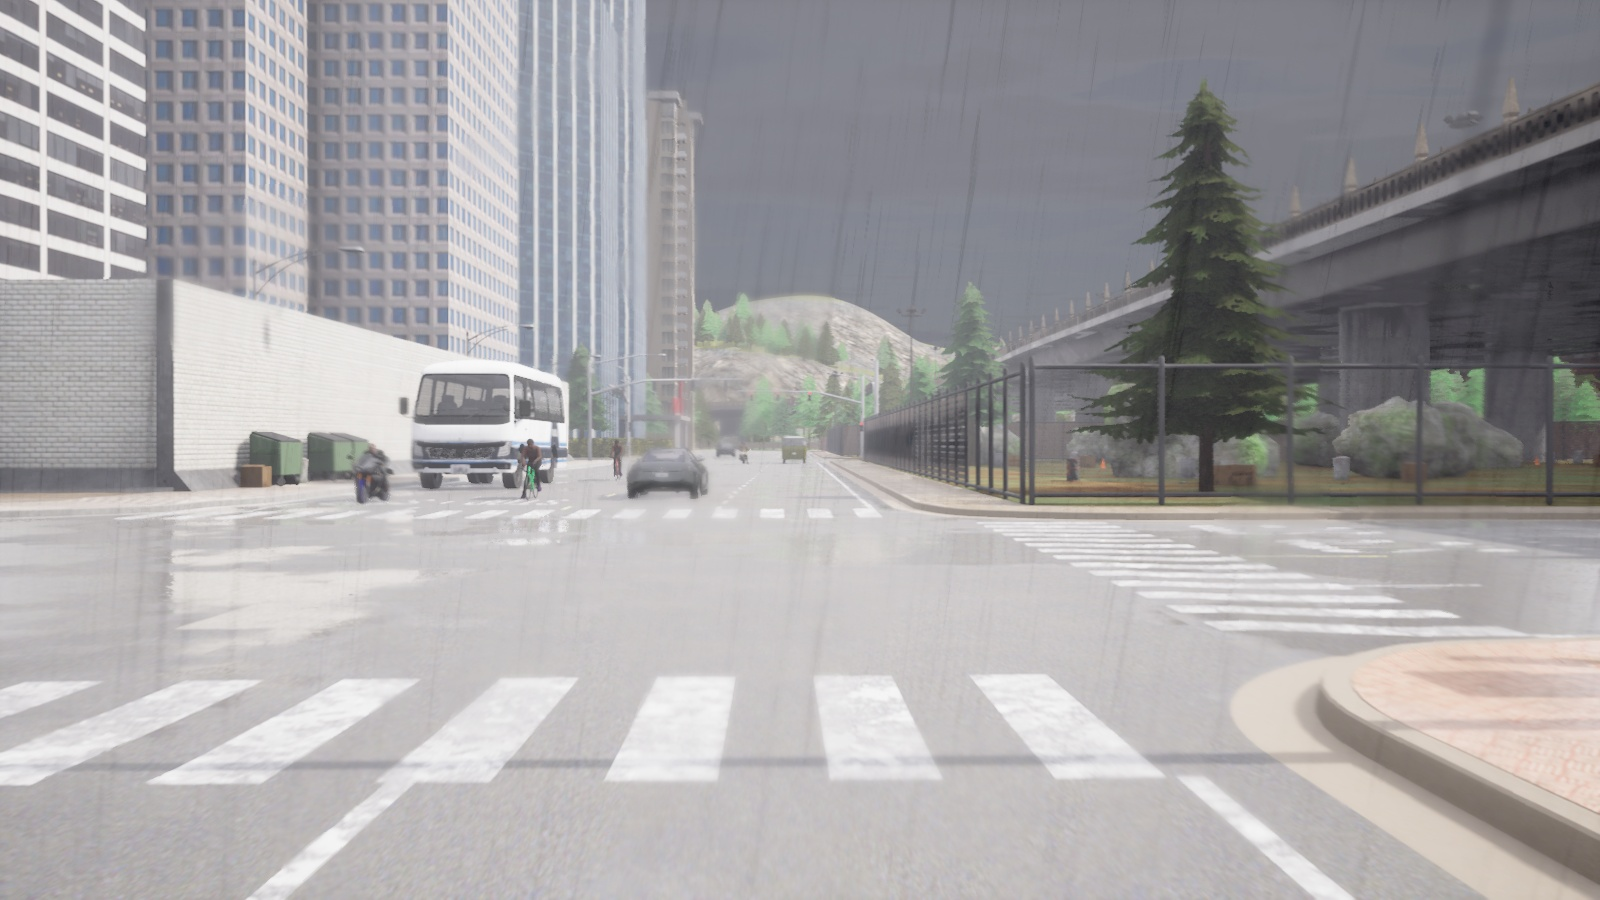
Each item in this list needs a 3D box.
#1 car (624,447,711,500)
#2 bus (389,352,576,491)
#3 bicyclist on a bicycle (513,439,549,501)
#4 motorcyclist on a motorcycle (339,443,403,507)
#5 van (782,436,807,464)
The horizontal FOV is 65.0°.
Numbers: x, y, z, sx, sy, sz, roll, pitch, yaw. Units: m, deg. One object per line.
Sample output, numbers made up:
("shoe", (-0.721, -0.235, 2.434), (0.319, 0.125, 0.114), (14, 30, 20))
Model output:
("car", (-3.628, 0.610, 35.082), (1.994, 1.385, 4.181), (0, 0, 0))
("bus", (-10.667, -0.883, 43.654), (3.944, 4.253, 10.273), (0, 0, 0))
("bicyclist on a bicycle", (-7.124, 0.506, 33.308), (0.582, 1.620, 1.656), (0, 1, 0))
("motorcyclist on a motorcycle", (-10.615, 0.598, 31.160), (0.866, 1.530, 2.191), (0, 0, 0))
("van", (-0.370, -0.012, 90.705), (1.775, 1.987, 4.442), (0, 0, 0))
